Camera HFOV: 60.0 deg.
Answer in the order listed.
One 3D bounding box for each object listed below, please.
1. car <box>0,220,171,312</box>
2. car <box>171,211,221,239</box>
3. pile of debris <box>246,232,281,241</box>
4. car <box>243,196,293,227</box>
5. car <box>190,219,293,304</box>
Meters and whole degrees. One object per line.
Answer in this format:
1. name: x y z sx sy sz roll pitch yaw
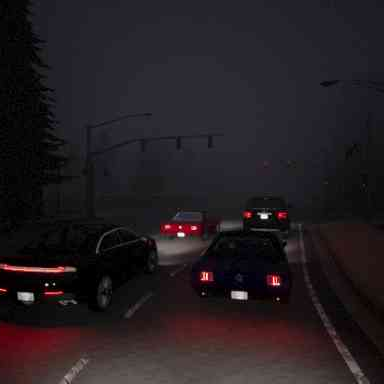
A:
1. car: -2.239 1.492 7.809 2.128 1.511 4.902 0 0 11
2. car: 0.165 1.601 16.822 1.895 1.301 4.718 0 0 17
3. pile of debris: 3.540 2.175 16.358 1.500 0.140 1.860 0 0 17
4. car: 4.065 1.221 17.638 2.150 2.045 5.566 0 0 17
5. car: 1.388 1.601 8.243 1.895 1.301 4.718 0 0 13
